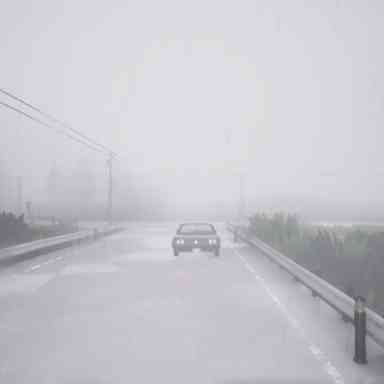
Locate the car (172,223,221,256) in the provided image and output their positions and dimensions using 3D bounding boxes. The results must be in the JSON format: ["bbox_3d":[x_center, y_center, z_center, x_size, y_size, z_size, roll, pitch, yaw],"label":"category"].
[{"bbox_3d":[0.200,2.006,14.658,1.895,1.301,4.718,0,-3,1],"label":"car"}]
